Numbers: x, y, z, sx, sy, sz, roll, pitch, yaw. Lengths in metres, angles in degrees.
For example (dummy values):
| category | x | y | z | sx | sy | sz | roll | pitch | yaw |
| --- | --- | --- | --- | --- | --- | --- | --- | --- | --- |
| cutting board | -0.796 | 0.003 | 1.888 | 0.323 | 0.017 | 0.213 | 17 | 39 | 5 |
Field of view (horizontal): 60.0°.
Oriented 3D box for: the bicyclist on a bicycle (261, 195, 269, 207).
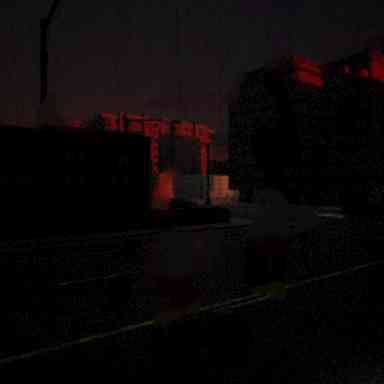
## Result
| category | x | y | z | sx | sy | sz | roll | pitch | yaw |
| --- | --- | --- | --- | --- | --- | --- | --- | --- | --- |
| bicyclist on a bicycle | 10.103 | 1.223 | 46.209 | 1.656 | 1.620 | 0.582 | 0 | 0 | -38 |

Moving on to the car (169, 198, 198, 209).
| category | x | y | z | sx | sy | sz | roll | pitch | yaw |
| --- | --- | --- | --- | --- | --- | --- | --- | --- | --- |
| car | -1.213 | 1.472 | 42.901 | 1.812 | 1.442 | 4.674 | 0 | 0 | -38 |

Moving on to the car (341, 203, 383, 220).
| category | x | y | z | sx | sy | sz | roll | pitch | yaw |
| --- | --- | --- | --- | --- | --- | --- | --- | --- | --- |
| car | 14.890 | 1.561 | 27.544 | 1.895 | 1.301 | 4.718 | 0 | 0 | -30 |
